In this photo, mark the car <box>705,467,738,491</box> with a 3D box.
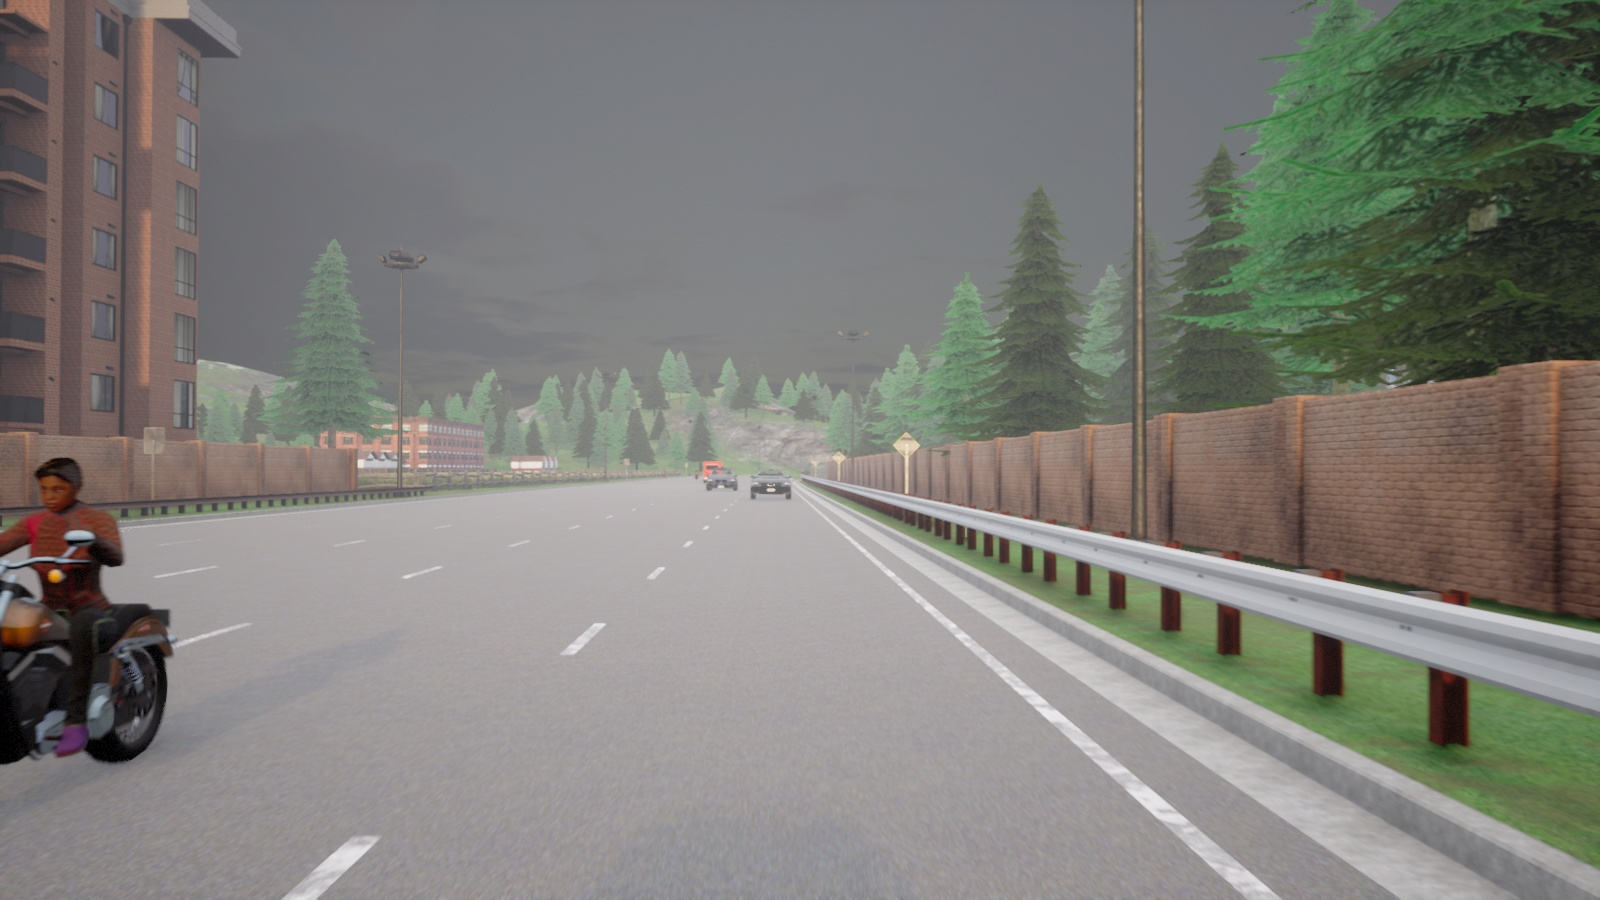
[{"bbox_3d":[-5.643,2.073,90.718,2.242,1.667,4.611,0,-1,-1],"label":"car"}]

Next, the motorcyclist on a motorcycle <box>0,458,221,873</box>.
[{"bbox_3d":[-3.581,0.867,5.805,0.766,1.649,2.350,0,-1,-1],"label":"motorcyclist on a motorcycle"}]

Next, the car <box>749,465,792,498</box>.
[{"bbox_3d":[-1.531,1.604,65.568,2.152,1.651,5.027,0,-1,-1],"label":"car"}]
